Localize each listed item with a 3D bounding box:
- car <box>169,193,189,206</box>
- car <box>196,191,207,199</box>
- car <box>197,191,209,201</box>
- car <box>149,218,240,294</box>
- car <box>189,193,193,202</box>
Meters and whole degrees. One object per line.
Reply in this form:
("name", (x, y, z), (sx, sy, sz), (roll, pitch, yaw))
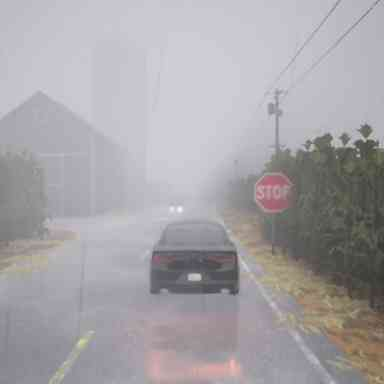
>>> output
("car", (-2.028, 1.172, 46.075), (2.128, 1.511, 4.902), (0, 0, 4))
("car", (2.294, 0.644, 78.677), (2.097, 1.767, 4.553), (0, 0, -4))
("car", (2.525, 1.025, 68.572), (2.128, 1.511, 4.902), (0, 0, -1))
("car", (0.063, 1.417, 8.658), (1.882, 1.535, 5.008), (0, 0, 0))
("car", (-0.944, 0.926, 61.796), (2.097, 1.767, 4.553), (0, 0, 3))
